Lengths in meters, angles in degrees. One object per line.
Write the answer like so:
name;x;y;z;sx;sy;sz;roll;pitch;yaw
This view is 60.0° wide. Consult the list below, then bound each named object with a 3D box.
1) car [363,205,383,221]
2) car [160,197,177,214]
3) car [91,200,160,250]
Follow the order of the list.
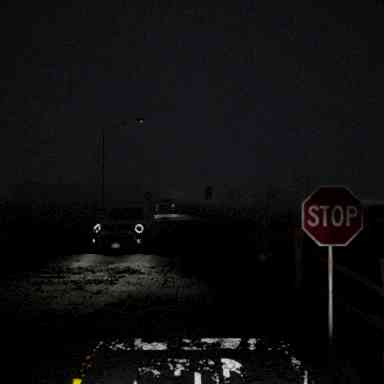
car;15.891;1.839;29.413;4.674;1.442;1.812;1;-1;-20
car;-2.773;1.387;35.737;2.097;1.767;4.553;0;0;0
car;-2.757;1.359;14.277;2.097;1.767;4.553;0;0;0
